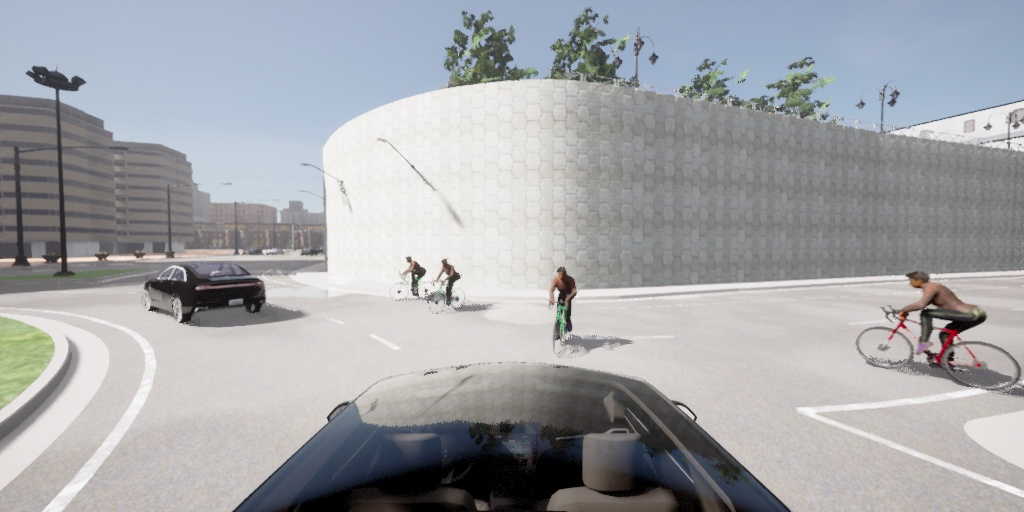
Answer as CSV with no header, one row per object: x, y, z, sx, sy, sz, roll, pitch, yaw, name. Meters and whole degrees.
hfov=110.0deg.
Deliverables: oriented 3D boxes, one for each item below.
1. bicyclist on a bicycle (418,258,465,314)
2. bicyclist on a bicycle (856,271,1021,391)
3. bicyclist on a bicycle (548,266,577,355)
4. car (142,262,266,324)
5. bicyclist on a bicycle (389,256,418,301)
-1.960,0.895,10.939,0.582,1.620,1.656,1,1,32,bicyclist on a bicycle
6.338,1.063,5.434,0.582,1.620,1.656,-1,3,-31,bicyclist on a bicycle
1.011,1.026,7.093,0.582,1.620,1.656,1,1,20,bicyclist on a bicycle
-9.214,0.939,10.658,4.902,1.511,2.128,1,2,33,car
-3.587,0.811,12.988,1.656,1.620,0.582,0,0,-26,bicyclist on a bicycle
